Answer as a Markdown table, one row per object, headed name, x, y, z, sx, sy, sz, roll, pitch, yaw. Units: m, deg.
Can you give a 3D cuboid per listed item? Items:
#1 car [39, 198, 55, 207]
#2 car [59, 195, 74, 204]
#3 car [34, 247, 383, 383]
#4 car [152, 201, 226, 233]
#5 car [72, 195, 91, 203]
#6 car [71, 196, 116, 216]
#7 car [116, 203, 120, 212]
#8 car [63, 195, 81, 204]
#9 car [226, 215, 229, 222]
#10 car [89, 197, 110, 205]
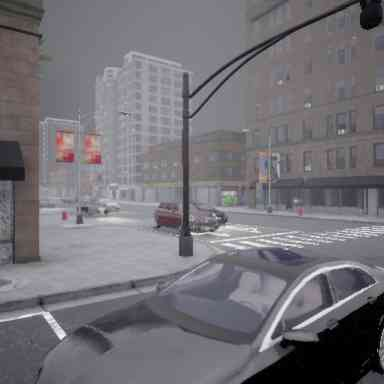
| name | x | y | z | sx | sy | sz | roll | pitch | yaw |
| --- | --- | --- | --- | --- | --- | --- | --- | --- | --- |
| car | -21.396 | 1.527 | 48.385 | 1.895 | 1.301 | 4.718 | 0 | 0 | -36 |
| car | -18.807 | 1.062 | 50.351 | 2.128 | 1.511 | 4.902 | 0 | 0 | -36 |
| car | 0.794 | 1.491 | 3.850 | 4.902 | 1.511 | 2.128 | 0 | 0 | -41 |
| car | -0.459 | 1.333 | 19.162 | 2.097 | 1.767 | 4.553 | 0 | 0 | -35 |
| car | -22.086 | 1.437 | 66.170 | 2.033 | 1.411 | 5.357 | 0 | 0 | -36 |
| car | -9.416 | 1.449 | 31.628 | 2.128 | 1.511 | 4.902 | 0 | 0 | -36 |
| car | -9.742 | 1.471 | 37.654 | 1.812 | 1.442 | 4.674 | 0 | 0 | -36 |
| car | -21.750 | 1.407 | 60.159 | 1.837 | 1.490 | 4.892 | 0 | 0 | -36 |
| car | 0.630 | 1.536 | 23.260 | 1.994 | 1.385 | 4.181 | 0 | 0 | -36 |
| car | -16.184 | 1.507 | 57.994 | 1.895 | 1.301 | 4.718 | 0 | 0 | -36 |
